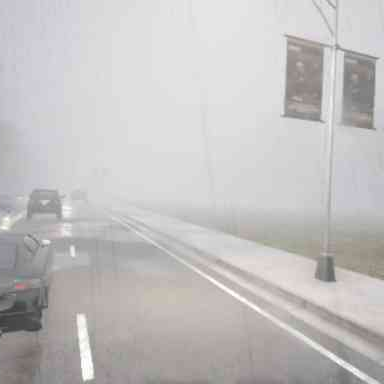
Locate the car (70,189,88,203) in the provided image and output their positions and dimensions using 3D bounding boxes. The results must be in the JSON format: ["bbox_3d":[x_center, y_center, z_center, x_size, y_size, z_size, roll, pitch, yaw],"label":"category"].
[{"bbox_3d":[-16.436,0.533,48.687,2.150,2.045,5.566,2,0,-21],"label":"car"}]

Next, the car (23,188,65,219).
[{"bbox_3d":[-10.359,0.776,23.684,2.150,2.045,5.566,2,0,-21],"label":"car"}]

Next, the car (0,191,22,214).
[{"bbox_3d":[-15.056,0.876,26.308,1.837,1.490,4.892,2,0,-21],"label":"car"}]

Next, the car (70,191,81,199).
[{"bbox_3d":[-23.071,0.629,65.733,1.994,1.385,4.181,2,0,-21],"label":"car"}]

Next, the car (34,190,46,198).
[{"bbox_3d":[-29.819,0.310,65.197,1.812,1.442,4.674,2,0,-21],"label":"car"}]

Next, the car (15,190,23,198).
[{"bbox_3d":[-31.476,0.307,60.427,2.033,1.411,5.357,2,0,-21],"label":"car"}]

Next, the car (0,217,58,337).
[{"bbox_3d":[-3.693,1.403,6.205,1.994,1.385,4.181,2,0,-21],"label":"car"}]
